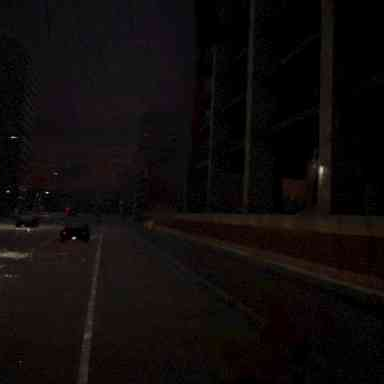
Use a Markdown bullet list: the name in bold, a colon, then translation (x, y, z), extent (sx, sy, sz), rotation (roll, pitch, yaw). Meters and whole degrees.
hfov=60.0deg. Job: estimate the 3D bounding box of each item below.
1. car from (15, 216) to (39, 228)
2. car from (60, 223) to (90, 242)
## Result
- **car**: translation (-20.114, 3.616, 40.887), extent (2.033, 1.411, 5.357), rotation (4, -4, -15)
- **car**: translation (-8.837, 3.070, 25.514), extent (1.895, 1.301, 4.718), rotation (4, -4, -15)
